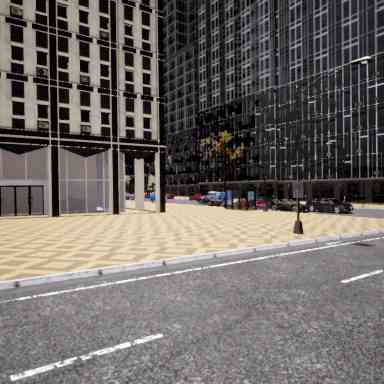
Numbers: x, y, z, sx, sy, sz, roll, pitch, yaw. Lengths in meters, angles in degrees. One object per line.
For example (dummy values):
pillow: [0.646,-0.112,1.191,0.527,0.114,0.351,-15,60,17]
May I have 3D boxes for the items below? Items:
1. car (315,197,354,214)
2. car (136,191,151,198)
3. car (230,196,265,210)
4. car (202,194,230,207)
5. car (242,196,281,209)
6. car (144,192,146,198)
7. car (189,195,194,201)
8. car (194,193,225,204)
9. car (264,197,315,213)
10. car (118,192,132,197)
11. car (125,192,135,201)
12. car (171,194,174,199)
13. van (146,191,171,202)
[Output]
car: [14.001,1.345,34.059,1.837,1.490,4.892,-1,1,-35]
car: [-11.911,0.686,81.810,1.967,1.590,4.097,0,1,-35]
car: [6.925,1.388,39.569,1.802,1.307,4.206,0,1,-35]
car: [3.745,1.320,44.280,1.947,1.339,4.313,0,1,-35]
car: [8.651,1.260,41.812,1.837,1.490,4.892,-1,1,-34]
car: [-8.682,0.615,77.131,2.192,1.841,5.009,0,1,-35]
car: [1.003,1.043,63.100,1.802,1.307,4.206,0,1,-35]
car: [2.812,1.262,50.289,1.895,1.301,4.718,-1,1,-35]
car: [10.140,1.424,34.880,1.947,1.339,4.313,0,1,-35]
car: [-18.367,0.688,91.166,2.008,1.369,4.403,0,1,-35]
car: [-12.351,1.040,67.697,2.008,1.369,4.403,0,1,-35]
car: [-5.454,0.936,72.456,1.802,1.307,4.206,0,1,-35]
van: [-5.894,0.937,58.339,1.690,1.788,3.998,0,1,-35]
